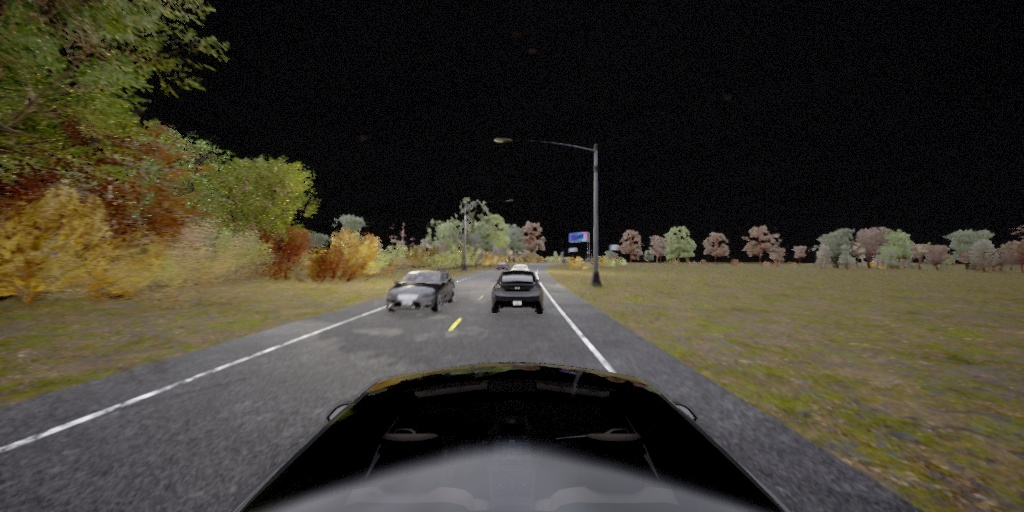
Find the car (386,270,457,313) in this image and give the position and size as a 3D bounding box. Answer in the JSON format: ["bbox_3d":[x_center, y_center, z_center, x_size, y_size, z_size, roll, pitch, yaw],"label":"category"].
[{"bbox_3d":[-3.463,1.313,14.442,2.128,1.511,4.902,0,0,1],"label":"car"}]

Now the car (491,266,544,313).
[{"bbox_3d":[0.225,1.334,14.496,1.837,1.490,4.892,0,0,1],"label":"car"}]

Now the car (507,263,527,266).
[{"bbox_3d":[0.793,1.470,32.621,1.812,1.442,4.674,0,0,3],"label":"car"}]

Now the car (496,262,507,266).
[{"bbox_3d":[-1.386,1.653,56.335,2.033,1.411,5.357,0,0,5],"label":"car"}]
